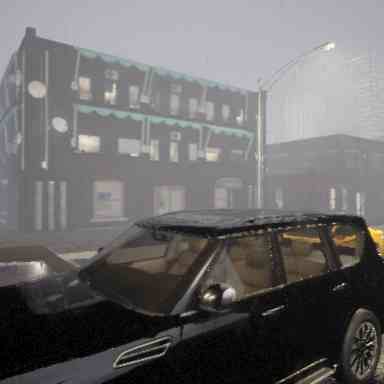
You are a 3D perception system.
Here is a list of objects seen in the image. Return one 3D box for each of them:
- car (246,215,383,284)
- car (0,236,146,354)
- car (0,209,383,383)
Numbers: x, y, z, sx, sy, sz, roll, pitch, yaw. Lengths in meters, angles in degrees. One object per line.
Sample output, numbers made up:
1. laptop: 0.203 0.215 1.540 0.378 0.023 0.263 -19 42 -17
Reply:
1. car: 4.219 1.619 10.688 5.008 1.535 1.882 1 -1 -35
2. car: -3.309 1.605 5.333 4.718 1.301 1.895 1 -1 -35
3. car: 0.182 1.255 3.832 5.566 2.045 2.150 1 -1 -37
